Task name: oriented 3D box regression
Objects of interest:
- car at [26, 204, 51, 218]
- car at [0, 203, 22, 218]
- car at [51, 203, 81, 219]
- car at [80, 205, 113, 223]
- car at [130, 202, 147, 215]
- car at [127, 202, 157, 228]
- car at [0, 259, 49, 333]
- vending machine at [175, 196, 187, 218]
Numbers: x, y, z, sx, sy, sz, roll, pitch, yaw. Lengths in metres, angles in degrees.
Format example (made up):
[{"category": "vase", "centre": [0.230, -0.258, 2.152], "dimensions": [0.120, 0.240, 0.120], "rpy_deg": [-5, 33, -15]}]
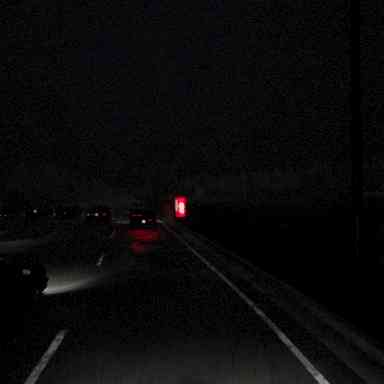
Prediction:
[{"category": "car", "centre": [-16.360, 1.991, 35.903], "dimensions": [1.994, 1.385, 4.181], "rpy_deg": [0, -1, -10]}, {"category": "car", "centre": [-19.875, 1.950, 35.667], "dimensions": [1.837, 1.490, 4.892], "rpy_deg": [0, -1, -10]}, {"category": "car", "centre": [-12.402, 1.859, 33.681], "dimensions": [1.882, 1.535, 5.008], "rpy_deg": [0, -1, -10]}, {"category": "car", "centre": [-7.885, 1.853, 28.384], "dimensions": [2.033, 1.411, 5.357], "rpy_deg": [0, -1, -10]}, {"category": "car", "centre": [-6.651, 1.975, 41.217], "dimensions": [1.994, 1.385, 4.181], "rpy_deg": [0, -1, -10]}, {"category": "car", "centre": [-3.671, 1.751, 24.702], "dimensions": [1.837, 1.490, 4.892], "rpy_deg": [0, 0, -10]}, {"category": "car", "centre": [-3.720, 1.615, 4.727], "dimensions": [2.033, 1.411, 5.357], "rpy_deg": [0, -1, -7]}, {"category": "vending machine", "centre": [-1.101, 1.497, 32.818], "dimensions": [1.100, 2.100, 0.880], "rpy_deg": [0, -1, -10]}]
